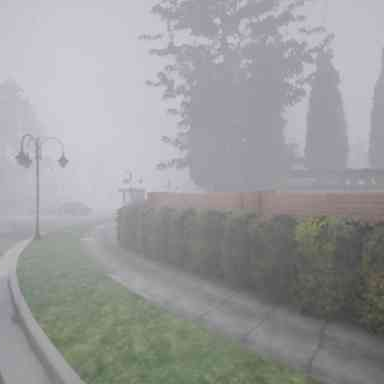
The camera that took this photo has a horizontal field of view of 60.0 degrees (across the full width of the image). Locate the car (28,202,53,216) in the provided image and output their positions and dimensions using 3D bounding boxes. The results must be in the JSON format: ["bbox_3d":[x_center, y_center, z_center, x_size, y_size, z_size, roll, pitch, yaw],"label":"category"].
[{"bbox_3d":[-16.088,1.832,37.019,1.882,1.535,5.008,0,-1,9],"label":"car"}]

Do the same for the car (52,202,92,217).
[{"bbox_3d":[-12.499,1.844,35.657,1.837,1.490,4.892,0,-1,9],"label":"car"}]
